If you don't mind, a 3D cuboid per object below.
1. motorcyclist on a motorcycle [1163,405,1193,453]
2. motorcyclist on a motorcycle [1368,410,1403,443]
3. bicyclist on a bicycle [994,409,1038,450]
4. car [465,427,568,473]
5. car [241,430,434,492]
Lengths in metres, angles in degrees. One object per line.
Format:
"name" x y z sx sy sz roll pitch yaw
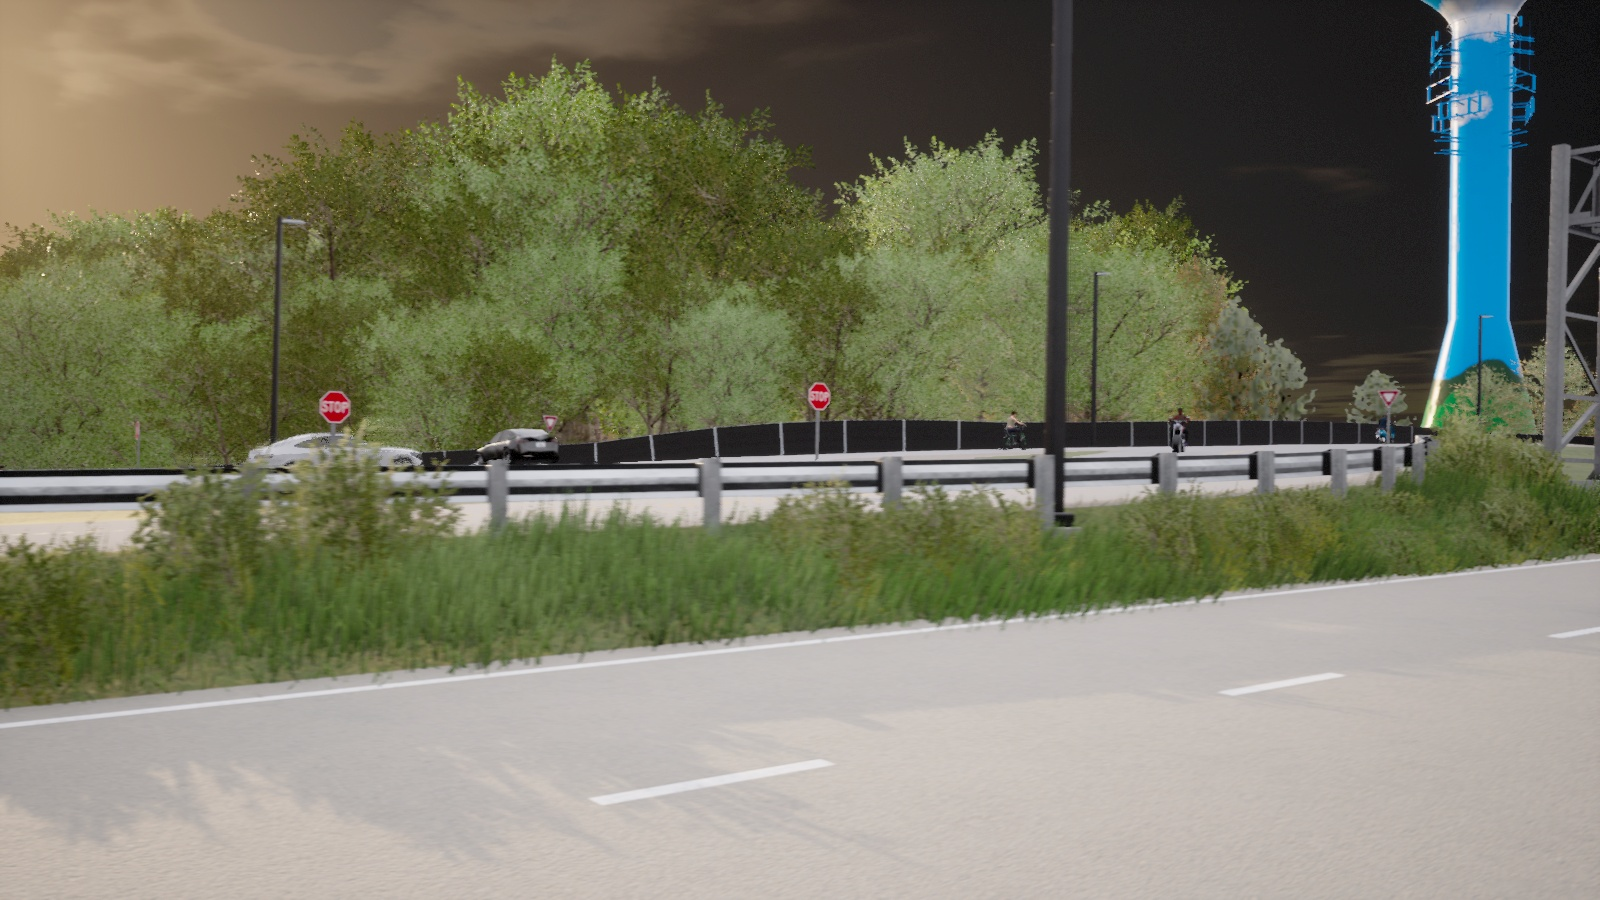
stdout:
"motorcyclist on a motorcycle" 13.151 -0.733 43.677 0.766 1.649 2.350 0 1 23
"motorcyclist on a motorcycle" 30.411 -1.208 65.217 1.817 1.590 0.866 2 -1 -37
"bicyclist on a bicycle" 8.732 -0.815 50.700 1.509 1.612 0.866 -1 1 -30
"car" -10.947 0.028 48.217 2.163 1.488 4.792 -1 -3 -35
"car" -12.864 0.275 35.034 4.674 1.442 1.812 -4 2 -34
